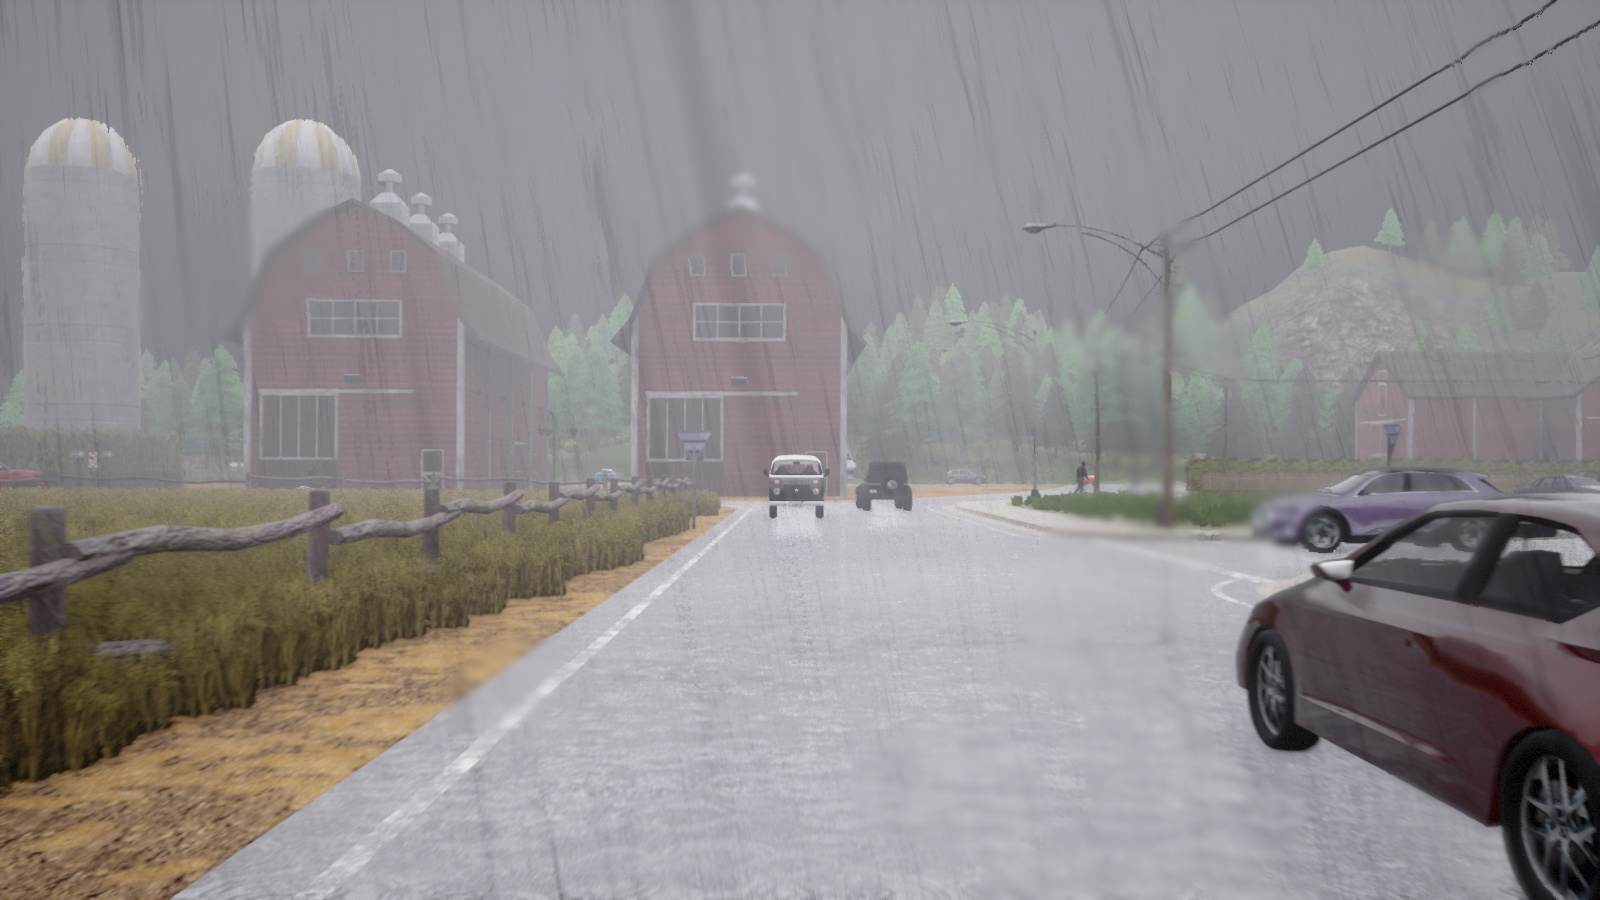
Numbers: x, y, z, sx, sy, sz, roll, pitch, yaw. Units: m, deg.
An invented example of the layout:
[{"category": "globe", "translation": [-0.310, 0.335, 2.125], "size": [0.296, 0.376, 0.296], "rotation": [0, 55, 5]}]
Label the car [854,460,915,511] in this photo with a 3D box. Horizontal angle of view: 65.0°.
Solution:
[{"category": "car", "translation": [3.249, 1.355, 48.944], "size": [1.905, 1.878, 3.866], "rotation": [0, -1, -3]}]

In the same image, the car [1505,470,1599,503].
[{"category": "car", "translation": [34.372, 1.592, 56.012], "size": [2.033, 1.411, 5.357], "rotation": [0, -1, -12]}]

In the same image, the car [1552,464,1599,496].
[{"category": "car", "translation": [41.683, 1.558, 65.313], "size": [3.988, 1.617, 1.851], "rotation": [0, -1, 0]}]

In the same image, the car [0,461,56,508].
[{"category": "car", "translation": [-36.084, 1.532, 55.160], "size": [5.566, 2.045, 2.150], "rotation": [1, -2, -39]}]

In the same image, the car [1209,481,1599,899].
[{"category": "car", "translation": [3.457, 0.902, 5.800], "size": [1.816, 1.474, 4.193], "rotation": [0, -1, 1]}]

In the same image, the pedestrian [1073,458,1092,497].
[{"category": "pedestrian", "translation": [13.154, 1.275, 58.479], "size": [0.726, 1.835, 0.370], "rotation": [0, -1, -18]}]

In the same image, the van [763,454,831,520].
[{"category": "van", "translation": [-0.111, 1.170, 40.824], "size": [2.069, 2.038, 4.480], "rotation": [0, -1, 0]}]

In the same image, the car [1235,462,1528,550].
[{"category": "car", "translation": [11.414, 1.083, 24.895], "size": [4.856, 1.649, 2.033], "rotation": [0, -1, 0]}]
